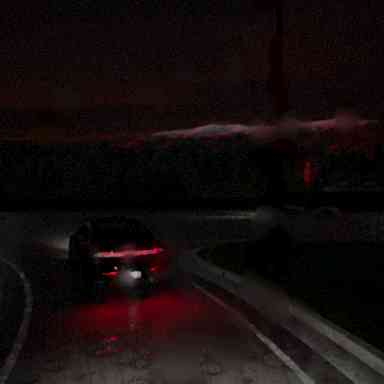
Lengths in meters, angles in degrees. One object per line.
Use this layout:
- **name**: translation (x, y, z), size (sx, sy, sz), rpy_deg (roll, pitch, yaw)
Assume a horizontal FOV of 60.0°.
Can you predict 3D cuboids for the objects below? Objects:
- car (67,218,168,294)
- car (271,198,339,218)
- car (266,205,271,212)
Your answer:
- **car**: translation (-2.150, 1.430, 8.834), size (2.128, 1.511, 4.902), rpy_deg (0, 0, -24)
- **car**: translation (9.086, 1.376, 26.749), size (4.718, 1.301, 1.895), rpy_deg (0, 0, 3)
- **car**: translation (9.563, 1.295, 30.229), size (5.357, 1.411, 2.033), rpy_deg (0, 0, 3)
